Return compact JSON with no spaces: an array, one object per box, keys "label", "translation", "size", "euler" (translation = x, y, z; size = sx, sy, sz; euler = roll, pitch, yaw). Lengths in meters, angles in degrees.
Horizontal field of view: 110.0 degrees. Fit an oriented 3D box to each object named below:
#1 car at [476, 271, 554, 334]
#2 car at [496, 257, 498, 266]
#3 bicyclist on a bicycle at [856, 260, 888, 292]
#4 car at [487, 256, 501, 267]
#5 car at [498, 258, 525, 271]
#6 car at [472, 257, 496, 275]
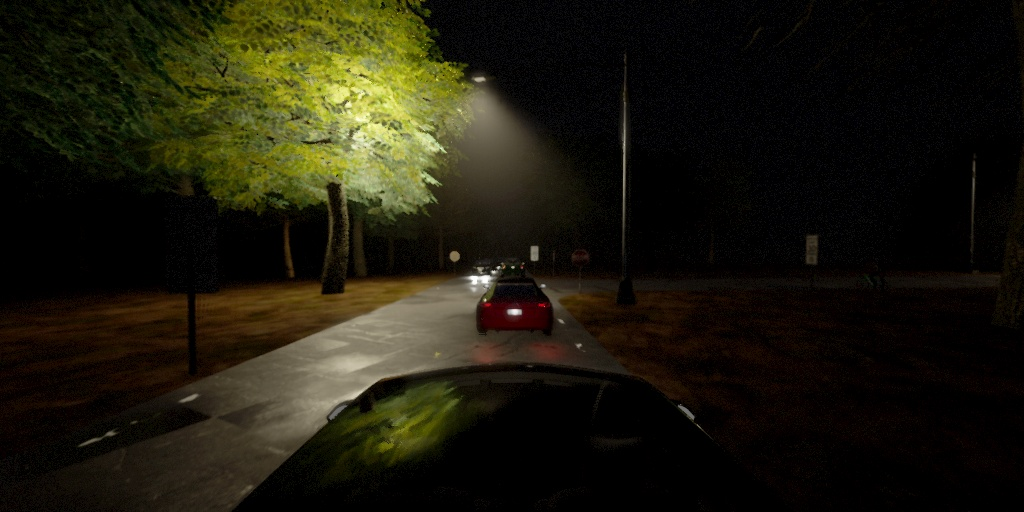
[{"label":"car","translation":[0.089,1.302,10.537],"size":[1.994,1.385,4.181],"euler":[0,0,1]},{"label":"car","translation":[-3.110,1.097,47.787],"size":[1.882,1.535,5.008],"euler":[0,0,0]},{"label":"bicyclist on a bicycle","translation":[18.538,1.030,18.490],"size":[0.582,1.620,1.656],"euler":[-1,0,0]},{"label":"car","translation":[-3.060,0.891,61.413],"size":[2.097,1.767,4.553],"euler":[0,0,0]},{"label":"car","translation":[0.086,1.030,33.537],"size":[2.097,1.767,4.553],"euler":[0,0,0]},{"label":"car","translation":[-3.103,1.149,37.735],"size":[2.128,1.511,4.902],"euler":[1,0,0]}]
